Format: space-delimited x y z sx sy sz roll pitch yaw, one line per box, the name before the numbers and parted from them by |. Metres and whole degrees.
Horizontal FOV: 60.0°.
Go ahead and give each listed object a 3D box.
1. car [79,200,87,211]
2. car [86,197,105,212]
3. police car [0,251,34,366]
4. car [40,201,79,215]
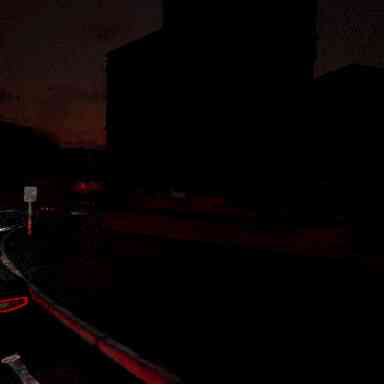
car | -18.109 2.044 49.086 1.895 1.301 4.718 3 0 14
car | -14.222 1.903 51.162 2.150 2.045 5.566 3 0 21
police car | -4.137 1.470 5.374 1.930 1.638 5.238 -1 0 -40
car | -16.207 2.019 40.221 2.033 1.411 5.357 3 -1 6
